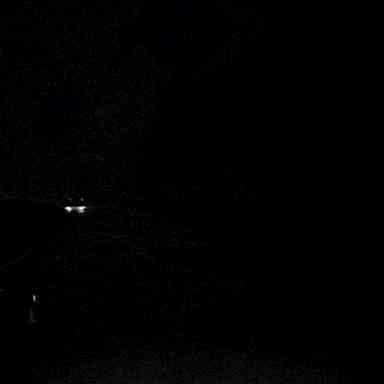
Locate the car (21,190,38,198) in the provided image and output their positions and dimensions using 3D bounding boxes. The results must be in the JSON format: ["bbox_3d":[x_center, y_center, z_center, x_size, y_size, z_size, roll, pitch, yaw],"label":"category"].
[{"bbox_3d":[-35.127,0.423,71.879,4.892,1.490,1.837,2,1,37],"label":"car"}]

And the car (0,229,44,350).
[{"bbox_3d":[-3.390,1.330,3.567,2.097,1.767,4.553,0,0,-4],"label":"car"}]

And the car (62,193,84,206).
[{"bbox_3d":[-15.639,0.921,43.732,2.097,1.767,4.553,0,1,-31],"label":"car"}]
